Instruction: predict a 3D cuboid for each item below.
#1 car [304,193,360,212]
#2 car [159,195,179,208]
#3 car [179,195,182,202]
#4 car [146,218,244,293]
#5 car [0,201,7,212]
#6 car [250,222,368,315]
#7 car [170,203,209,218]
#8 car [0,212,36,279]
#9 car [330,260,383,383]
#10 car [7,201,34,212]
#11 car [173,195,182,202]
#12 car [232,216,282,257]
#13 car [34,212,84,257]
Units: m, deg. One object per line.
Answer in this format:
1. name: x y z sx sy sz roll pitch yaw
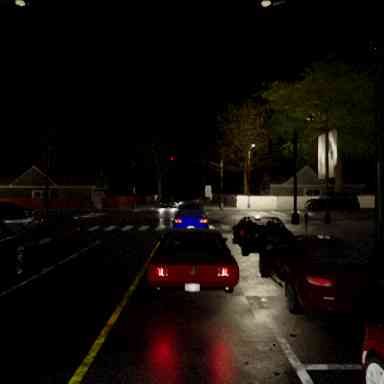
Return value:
1. car: 15.059 1.097 35.801 5.566 2.045 2.150 0 0 0
2. car: -3.364 1.491 46.469 1.837 1.490 4.892 0 0 3
3. car: -3.344 1.540 63.388 2.033 1.411 5.357 0 0 0
4. car: 0.023 1.595 8.787 1.895 1.301 4.718 0 0 0
5. car: -17.485 1.583 25.765 4.892 1.490 1.837 0 0 3
6. car: 2.614 1.577 7.263 1.802 1.307 4.206 0 0 0
7. car: -0.065 1.513 17.844 1.812 1.442 4.674 0 0 0
8. car: -5.411 1.435 7.229 1.967 1.590 4.097 0 0 0
9. car: 2.635 1.543 1.745 1.887 1.381 4.507 0 0 0
10. car: -16.334 1.571 29.007 4.892 1.490 1.837 1 0 -1
11. car: -3.392 1.527 78.211 2.128 1.511 4.902 0 0 0
12. car: 2.592 1.557 12.781 1.947 1.339 4.313 0 0 0
13. car: -5.433 1.573 12.749 1.802 1.307 4.206 0 0 0
